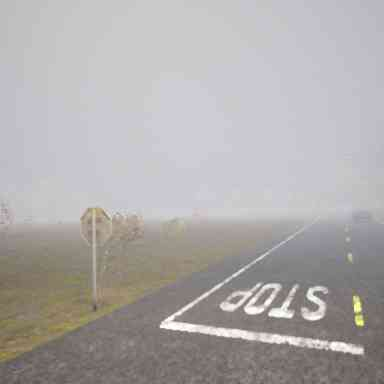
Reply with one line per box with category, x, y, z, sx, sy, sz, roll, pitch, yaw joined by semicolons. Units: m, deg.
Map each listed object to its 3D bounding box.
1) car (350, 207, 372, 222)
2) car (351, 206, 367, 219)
car;20.086;2.665;39.273;2.128;1.511;4.902;-3;-3;25
car;23.795;2.910;47.497;1.882;1.535;5.008;-3;-3;25
